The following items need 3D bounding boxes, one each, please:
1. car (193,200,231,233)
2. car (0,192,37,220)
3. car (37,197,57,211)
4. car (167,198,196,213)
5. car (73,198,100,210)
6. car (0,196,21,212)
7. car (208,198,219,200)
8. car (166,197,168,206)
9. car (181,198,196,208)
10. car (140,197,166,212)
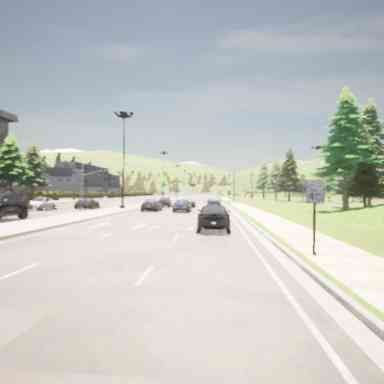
[{"bbox_3d":[1.323,1.511,20.218,1.882,1.535,5.008,1,0,4],"label":"car"},{"bbox_3d":[-13.685,1.018,23.467,2.150,2.045,5.566,1,0,4],"label":"car"},{"bbox_3d":[-16.354,1.284,35.974,1.812,1.442,4.674,1,0,4],"label":"car"},{"bbox_3d":[-1.106,1.552,37.652,2.033,1.411,5.357,1,0,4],"label":"car"},{"bbox_3d":[-12.560,1.387,39.890,1.994,1.385,4.181,1,0,4],"label":"car"},{"bbox_3d":[-19.993,1.191,34.104,2.128,1.511,4.902,1,0,4],"label":"car"},{"bbox_3d":[2.859,1.565,44.244,2.128,1.511,4.902,1,0,4],"label":"car"},{"bbox_3d":[-3.956,1.491,48.550,1.812,1.442,4.674,1,0,4],"label":"car"},{"bbox_3d":[-0.445,1.623,48.516,1.895,1.301,4.718,1,0,4],"label":"car"},{"bbox_3d":[-4.582,1.513,38.080,1.994,1.385,4.181,1,0,4],"label":"car"}]
